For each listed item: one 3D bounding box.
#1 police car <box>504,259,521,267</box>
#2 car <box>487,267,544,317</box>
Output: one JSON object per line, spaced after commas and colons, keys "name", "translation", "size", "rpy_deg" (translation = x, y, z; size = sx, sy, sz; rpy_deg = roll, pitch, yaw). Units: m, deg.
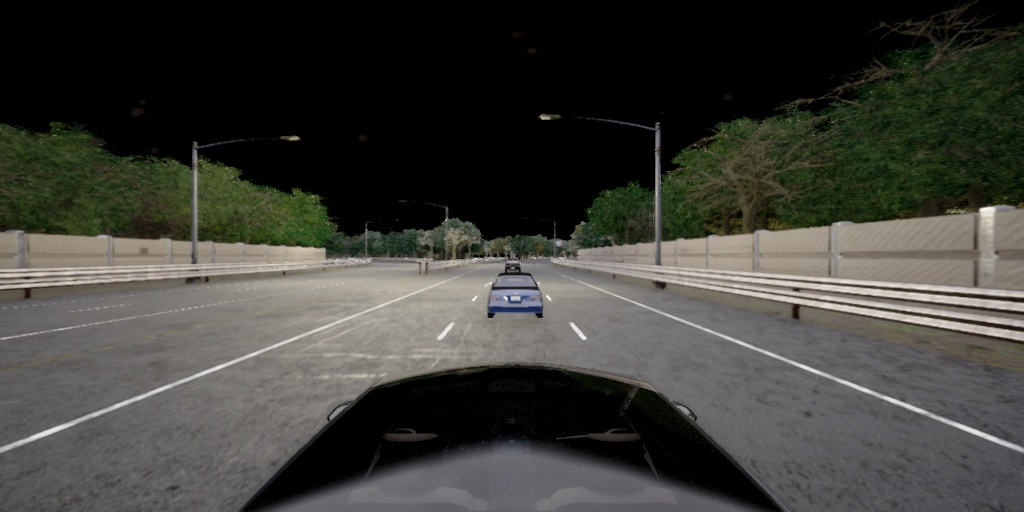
{"name": "police car", "translation": [0.103, 1.176, 43.909], "size": [1.930, 1.638, 5.238], "rpy_deg": [0, 0, 0]}
{"name": "car", "translation": [0.101, 1.297, 13.072], "size": [2.033, 1.411, 5.357], "rpy_deg": [0, 0, 0]}
